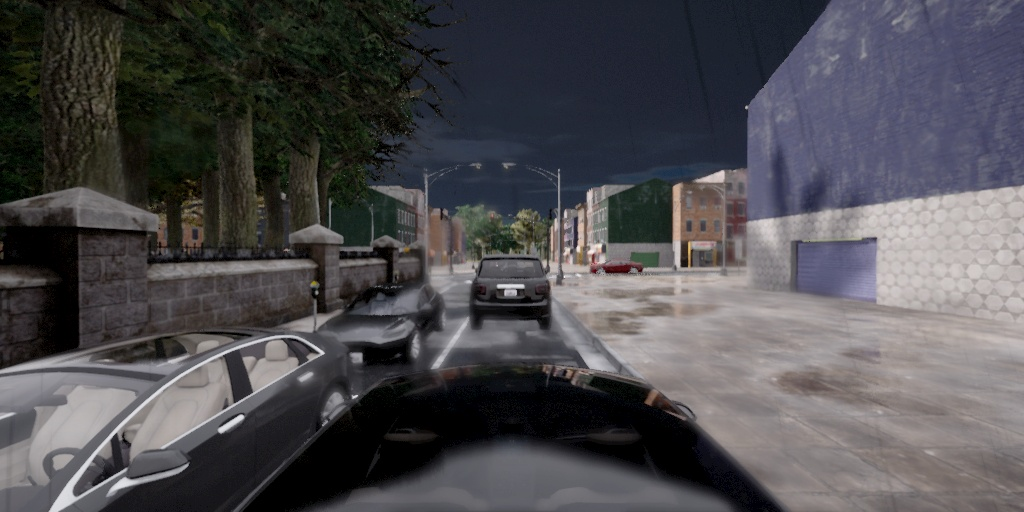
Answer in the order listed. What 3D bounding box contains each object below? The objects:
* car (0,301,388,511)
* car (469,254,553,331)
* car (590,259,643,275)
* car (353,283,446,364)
[{"bbox_3d":[-2.641,1.300,2.430,2.007,1.370,4.403,0,0,0],"label":"car"},{"bbox_3d":[-0.016,0.966,11.167,2.150,2.045,5.566,0,0,0],"label":"car"},{"bbox_3d":[10.088,1.052,34.768,5.008,1.535,1.882,-1,1,2],"label":"car"},{"bbox_3d":[-2.636,1.312,8.119,1.948,1.339,4.313,0,0,0],"label":"car"}]
